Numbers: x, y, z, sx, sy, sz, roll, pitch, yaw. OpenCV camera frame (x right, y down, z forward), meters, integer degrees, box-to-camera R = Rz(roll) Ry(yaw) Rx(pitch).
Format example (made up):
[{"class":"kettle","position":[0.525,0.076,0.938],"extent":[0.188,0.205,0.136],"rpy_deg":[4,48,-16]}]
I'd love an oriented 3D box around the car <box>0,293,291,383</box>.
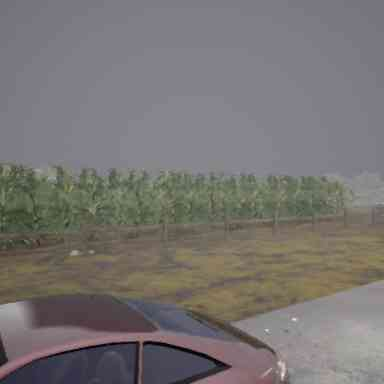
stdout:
[{"class":"car","position":[-1.207,1.548,2.254],"extent":[4.181,1.385,1.994],"rpy_deg":[0,0,-34]}]
